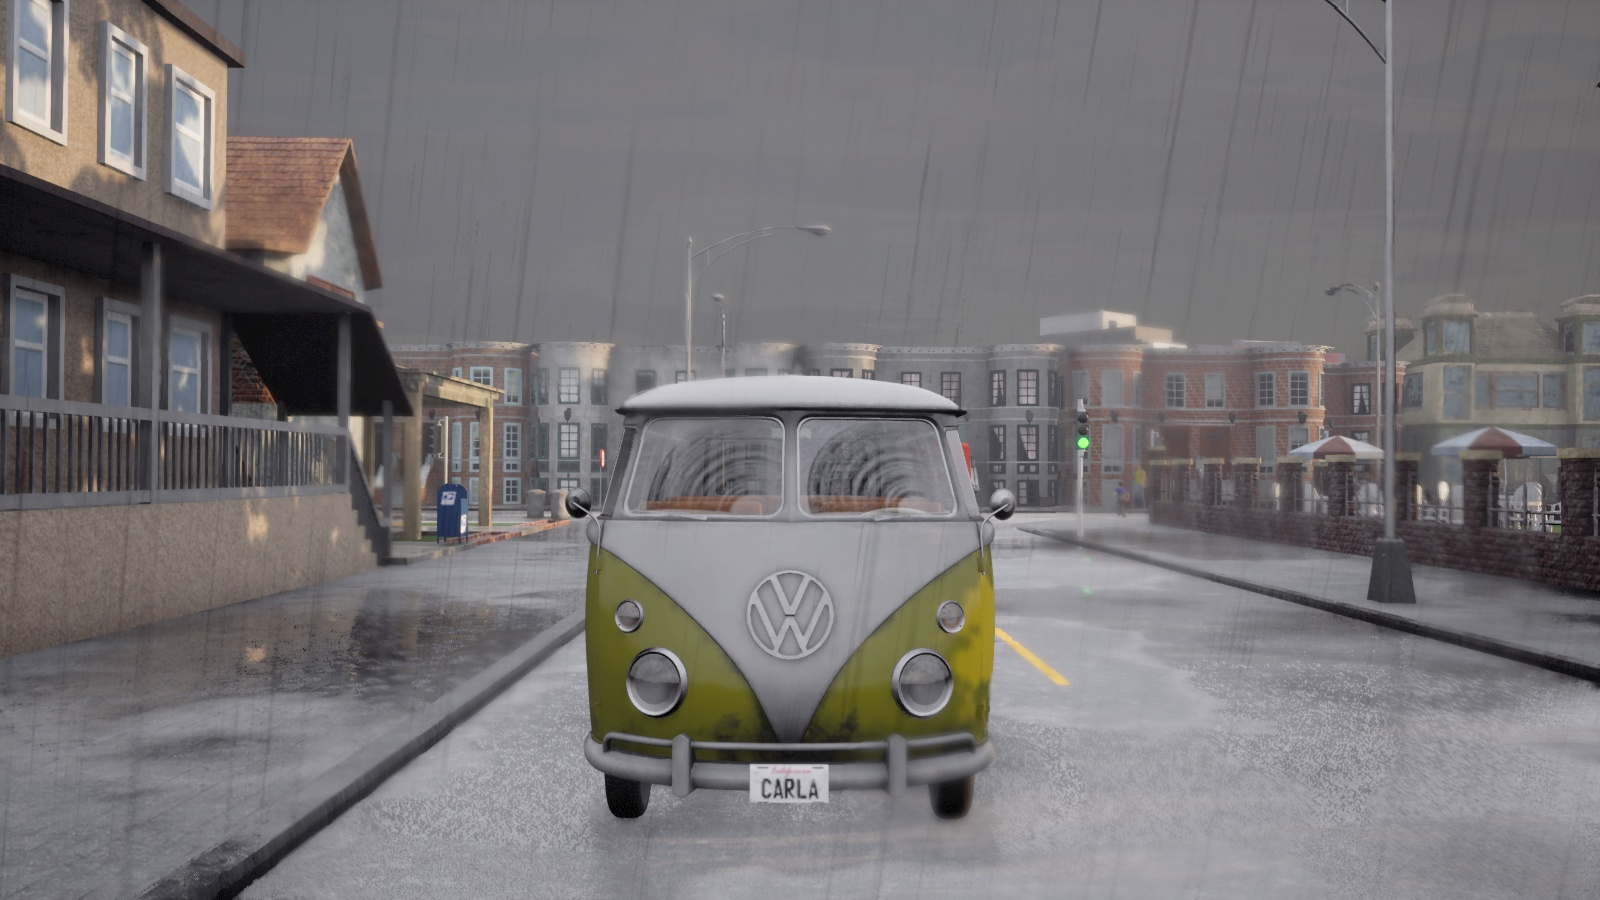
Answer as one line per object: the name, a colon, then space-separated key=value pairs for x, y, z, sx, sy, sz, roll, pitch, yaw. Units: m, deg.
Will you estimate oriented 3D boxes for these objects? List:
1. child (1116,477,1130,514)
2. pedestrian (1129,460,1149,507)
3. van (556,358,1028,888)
child: x=11.113 y=1.570 z=43.261 sx=0.270 sy=1.263 sz=0.437 roll=0 pitch=-1 yaw=-16
pedestrian: x=13.353 y=1.299 z=49.438 sx=0.706 sy=1.836 sz=0.354 roll=0 pitch=-1 yaw=-29
van: x=-0.043 y=0.684 z=6.958 sx=1.775 sy=1.987 sz=4.442 roll=0 pitch=-1 yaw=0
